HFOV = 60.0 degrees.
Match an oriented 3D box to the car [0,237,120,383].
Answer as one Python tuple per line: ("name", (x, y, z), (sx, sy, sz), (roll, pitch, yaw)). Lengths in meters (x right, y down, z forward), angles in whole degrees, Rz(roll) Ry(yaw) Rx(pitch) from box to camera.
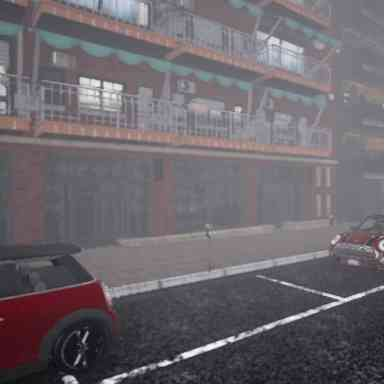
("car", (-3.060, 1.440, 3.929), (4.097, 1.590, 1.967), (0, -1, -35))

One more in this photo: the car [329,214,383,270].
("car", (6.142, 1.444, 10.492), (4.097, 1.590, 1.967), (0, -1, -35))
